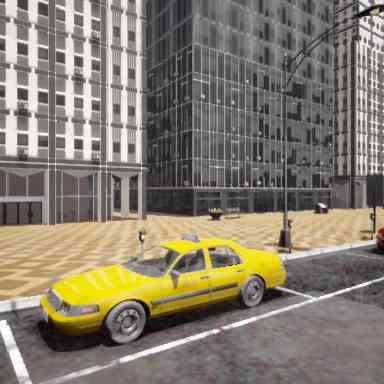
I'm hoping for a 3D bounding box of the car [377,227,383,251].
[{"bbox_3d":[8.905,1.546,12.913,4.507,1.381,1.887,0,0,-35],"label":"car"}]

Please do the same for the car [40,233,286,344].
[{"bbox_3d":[-0.242,1.523,6.388,4.829,1.417,1.752,0,0,-35],"label":"car"}]
